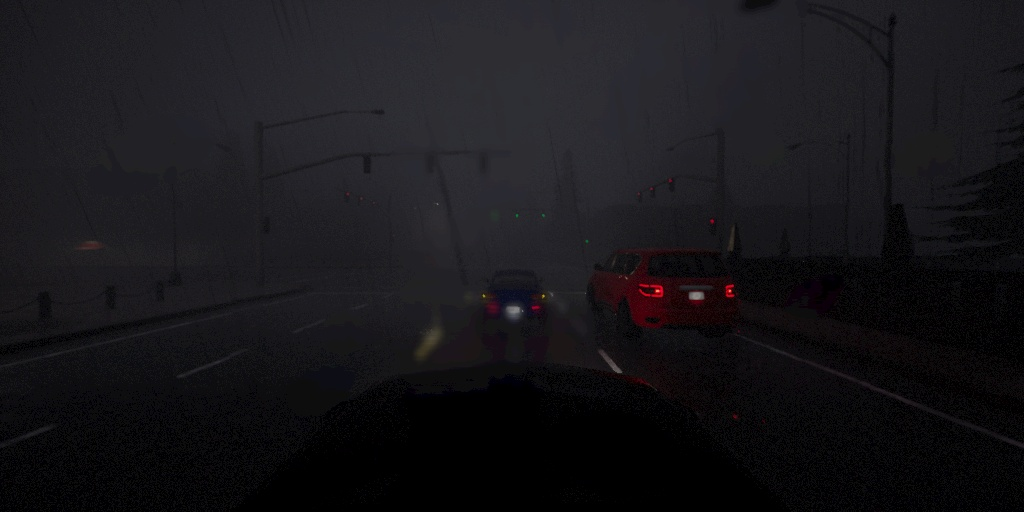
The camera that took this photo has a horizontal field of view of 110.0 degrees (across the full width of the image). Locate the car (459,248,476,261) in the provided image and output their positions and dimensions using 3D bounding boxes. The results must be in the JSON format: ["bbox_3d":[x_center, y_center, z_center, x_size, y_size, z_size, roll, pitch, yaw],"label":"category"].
[{"bbox_3d":[-7.112,-0.320,58.625,2.150,2.045,5.566,0,2,-6],"label":"car"}]

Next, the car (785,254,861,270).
[{"bbox_3d":[28.950,0.578,33.494,5.357,1.411,2.033,0,1,0],"label":"car"}]

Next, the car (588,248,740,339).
[{"bbox_3d":[3.567,0.793,9.584,2.150,2.045,5.566,0,1,0],"label":"car"}]

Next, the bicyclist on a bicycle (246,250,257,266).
[{"bbox_3d":[-27.396,0.234,37.754,0.582,1.620,1.656,0,2,0],"label":"bicyclist on a bicycle"}]

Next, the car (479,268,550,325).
[{"bbox_3d":[0.075,1.072,10.718,1.812,1.442,4.674,0,1,0],"label":"car"}]

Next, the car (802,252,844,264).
[{"bbox_3d":[25.439,0.462,30.002,4.553,1.767,2.097,0,1,0],"label":"car"}]
